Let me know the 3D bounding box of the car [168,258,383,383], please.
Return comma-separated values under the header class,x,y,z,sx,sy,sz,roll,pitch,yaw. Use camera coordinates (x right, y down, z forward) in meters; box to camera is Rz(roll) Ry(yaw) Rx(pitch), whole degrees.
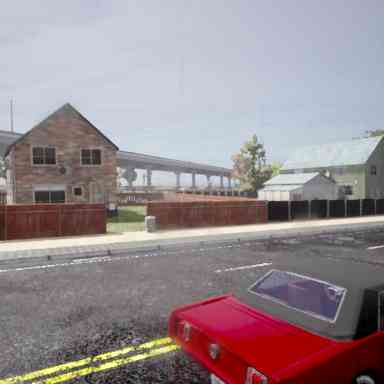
class,x,y,z,sx,sy,sz,roll,pitch,yaw
car,2.177,1.598,4.417,4.718,1.301,1.895,0,0,-31
